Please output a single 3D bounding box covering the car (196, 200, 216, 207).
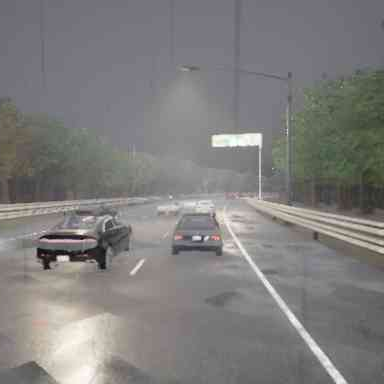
[{"bbox_3d":[1.335,1.510,31.829,1.812,1.442,4.674,0,0,5],"label":"car"}]

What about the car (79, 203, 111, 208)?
[{"bbox_3d":[-6.269,1.475,22.049,1.837,1.490,4.892,0,1,3],"label":"car"}]

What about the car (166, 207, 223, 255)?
[{"bbox_3d":[0.245,1.542,13.308,2.033,1.411,5.357,0,0,2],"label":"car"}]

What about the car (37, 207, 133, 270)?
[{"bbox_3d":[-3.227,1.480,10.930,2.128,1.511,4.902,0,0,2],"label":"car"}]

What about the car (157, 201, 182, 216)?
[{"bbox_3d":[-2.052,1.575,32.470,1.895,1.301,4.718,0,0,5],"label":"car"}]
